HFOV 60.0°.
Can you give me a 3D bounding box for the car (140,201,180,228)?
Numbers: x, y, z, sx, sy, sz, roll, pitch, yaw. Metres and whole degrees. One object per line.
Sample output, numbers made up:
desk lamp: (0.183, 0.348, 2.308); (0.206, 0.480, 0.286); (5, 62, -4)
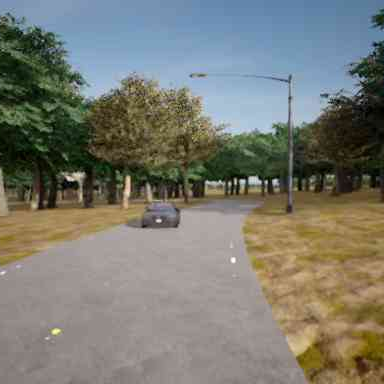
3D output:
car: (-1.715, 1.246, 19.099); (1.994, 1.385, 4.181); (0, 1, 0)
